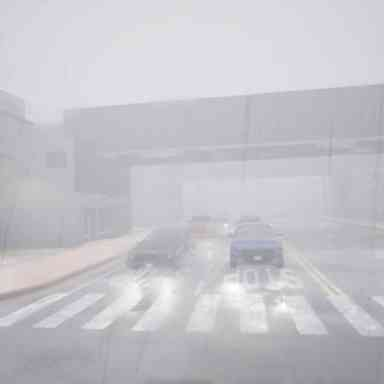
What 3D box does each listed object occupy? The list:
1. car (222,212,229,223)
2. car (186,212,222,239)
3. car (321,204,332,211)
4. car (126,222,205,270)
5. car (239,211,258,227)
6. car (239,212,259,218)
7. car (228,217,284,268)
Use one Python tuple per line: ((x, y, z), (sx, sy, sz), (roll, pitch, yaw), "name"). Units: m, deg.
((3.977, 3.420, 44.527), (1.812, 1.442, 4.674), (-2, -3, 10), "car")
((0.754, 2.451, 24.617), (2.097, 1.767, 4.553), (-2, -3, 9), "car")
((34.249, 3.910, 84.331), (1.932, 1.855, 4.605), (-2, -3, 9), "car")
((-0.972, 2.220, 13.924), (2.033, 1.411, 5.357), (-2, -3, 10), "car")
((6.378, 2.989, 37.595), (1.882, 1.535, 5.008), (-2, -2, 9), "car")
((4.042, 2.418, 22.991), (2.128, 1.511, 4.902), (-2, -3, 9), "car")
((2.558, 2.027, 13.578), (1.882, 1.535, 5.008), (-2, -3, 9), "car")
